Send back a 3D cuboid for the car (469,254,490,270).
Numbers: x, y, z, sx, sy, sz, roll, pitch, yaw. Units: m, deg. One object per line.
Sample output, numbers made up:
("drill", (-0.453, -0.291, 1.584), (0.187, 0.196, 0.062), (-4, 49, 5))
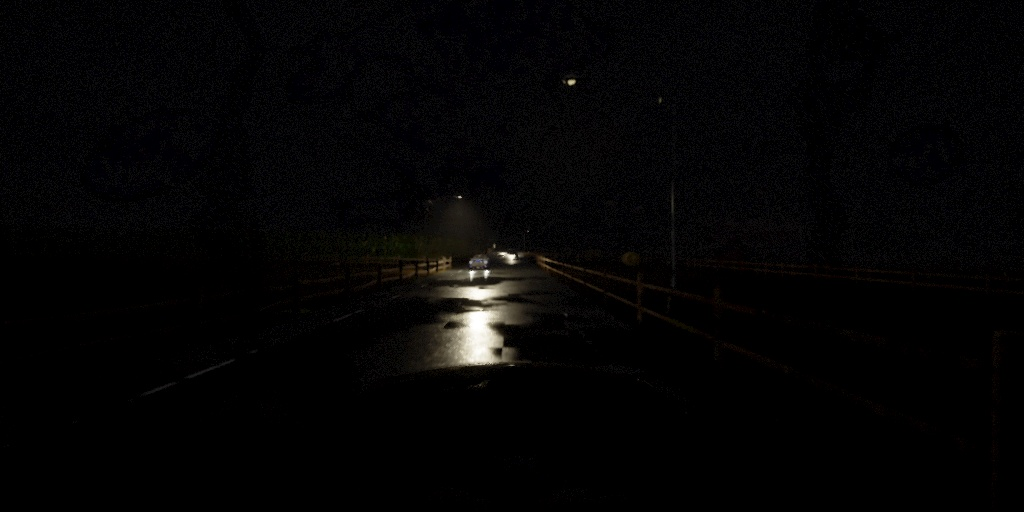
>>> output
("car", (-3.591, 0.614, 40.269), (2.097, 1.767, 4.553), (0, 1, 0))
